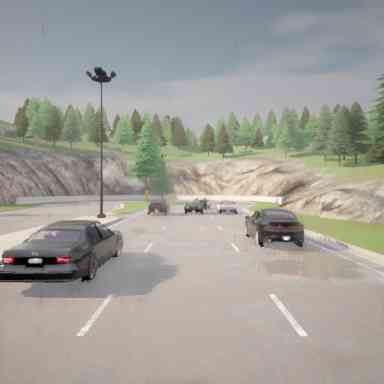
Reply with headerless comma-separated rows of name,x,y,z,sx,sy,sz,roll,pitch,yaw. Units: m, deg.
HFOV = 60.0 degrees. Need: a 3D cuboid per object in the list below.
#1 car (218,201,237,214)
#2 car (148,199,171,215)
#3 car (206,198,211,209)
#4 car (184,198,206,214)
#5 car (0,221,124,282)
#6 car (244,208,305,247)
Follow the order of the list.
car,3.749,1.600,35.769,1.895,1.301,4.718,0,0,2
car,-3.301,1.503,34.011,1.837,1.490,4.892,0,0,2
car,1.296,1.490,44.109,2.128,1.511,4.902,0,0,11
car,0.244,1.600,34.899,1.895,1.301,4.718,0,0,2
car,-3.400,1.547,9.736,2.033,1.411,5.357,0,0,0
car,3.600,1.504,15.119,1.837,1.490,4.892,0,0,0
